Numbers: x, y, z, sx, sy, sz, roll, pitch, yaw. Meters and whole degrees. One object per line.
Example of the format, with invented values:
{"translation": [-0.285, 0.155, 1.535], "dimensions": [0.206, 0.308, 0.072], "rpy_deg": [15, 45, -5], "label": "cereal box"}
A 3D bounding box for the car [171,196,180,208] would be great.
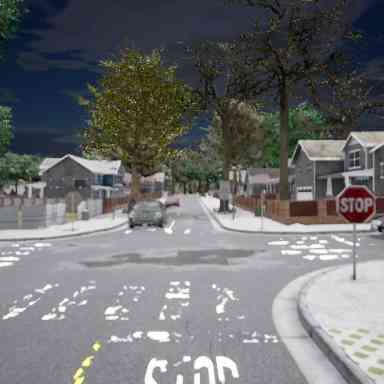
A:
{"translation": [-2.707, 1.351, 46.551], "dimensions": [1.882, 1.535, 5.008], "rpy_deg": [0, 1, 0], "label": "car"}

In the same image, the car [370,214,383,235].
{"translation": [10.333, 1.170, 14.338], "dimensions": [4.902, 1.511, 2.128], "rpy_deg": [-2, 0, 0], "label": "car"}

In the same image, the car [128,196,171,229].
{"translation": [-2.730, 1.329, 21.539], "dimensions": [2.097, 1.767, 4.553], "rpy_deg": [0, 0, 0], "label": "car"}
